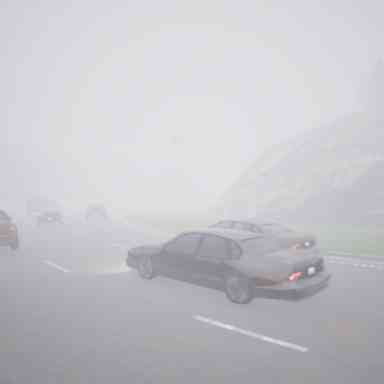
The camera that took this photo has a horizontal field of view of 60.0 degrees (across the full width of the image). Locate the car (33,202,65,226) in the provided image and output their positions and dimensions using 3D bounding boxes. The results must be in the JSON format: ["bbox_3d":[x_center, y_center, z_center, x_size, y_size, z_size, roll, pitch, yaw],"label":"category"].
[{"bbox_3d":[-10.996,1.793,25.943,1.812,1.442,4.674,0,-1,-21],"label":"car"}]

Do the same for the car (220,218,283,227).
[{"bbox_3d":[1.779,1.673,12.021,5.357,1.411,2.033,-1,-1,45],"label":"car"}]

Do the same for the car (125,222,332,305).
[{"bbox_3d":[0.562,1.635,8.369,5.357,1.411,2.033,-1,-1,43],"label":"car"}]

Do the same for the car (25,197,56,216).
[{"bbox_3d":[-17.079,1.615,38.193,2.150,2.045,5.566,0,-1,-4],"label":"car"}]

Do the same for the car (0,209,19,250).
[{"bbox_3d":[-8.938,1.501,14.397,2.097,1.767,4.553,1,-1,-35],"label":"car"}]

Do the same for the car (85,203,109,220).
[{"bbox_3d":[-9.172,1.835,32.005,1.837,1.490,4.892,0,0,-14],"label":"car"}]
